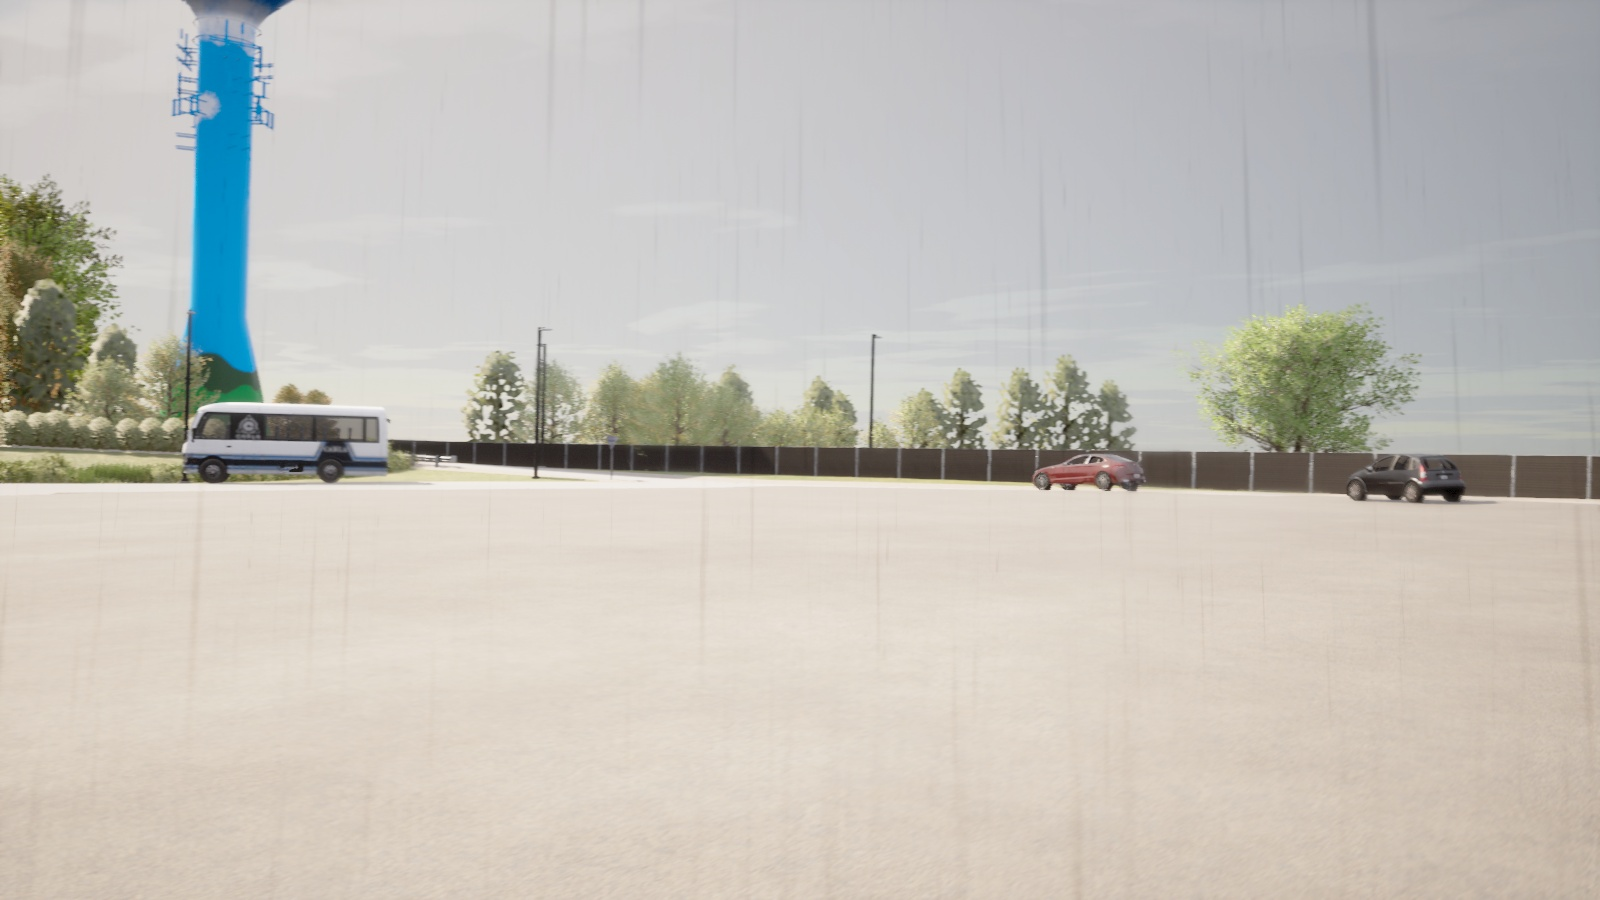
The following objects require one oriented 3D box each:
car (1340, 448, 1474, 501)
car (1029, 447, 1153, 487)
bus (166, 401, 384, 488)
[{"bbox_3d":[20.230,0.808,42.054,1.851,1.617,3.988,-1,0,-14],"label":"car"},{"bbox_3d":[12.746,0.790,55.269,2.152,1.651,5.027,2,-3,-40],"label":"car"},{"bbox_3d":[-27.461,-0.201,66.337,10.273,4.253,3.944,1,0,-20],"label":"bus"}]
